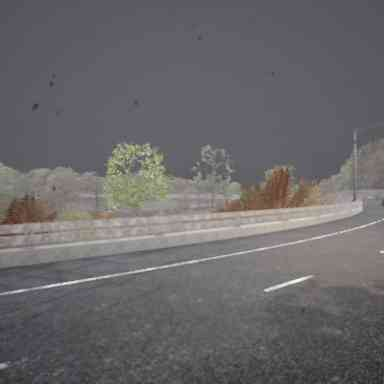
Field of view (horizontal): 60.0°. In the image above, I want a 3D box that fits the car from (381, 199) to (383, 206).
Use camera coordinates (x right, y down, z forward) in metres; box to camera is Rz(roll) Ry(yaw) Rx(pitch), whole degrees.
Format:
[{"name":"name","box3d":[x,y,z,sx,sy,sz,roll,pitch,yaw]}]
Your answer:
[{"name":"car","box3d":[32.020,1.662,53.843,1.994,1.385,4.181,0,0,20]}]
